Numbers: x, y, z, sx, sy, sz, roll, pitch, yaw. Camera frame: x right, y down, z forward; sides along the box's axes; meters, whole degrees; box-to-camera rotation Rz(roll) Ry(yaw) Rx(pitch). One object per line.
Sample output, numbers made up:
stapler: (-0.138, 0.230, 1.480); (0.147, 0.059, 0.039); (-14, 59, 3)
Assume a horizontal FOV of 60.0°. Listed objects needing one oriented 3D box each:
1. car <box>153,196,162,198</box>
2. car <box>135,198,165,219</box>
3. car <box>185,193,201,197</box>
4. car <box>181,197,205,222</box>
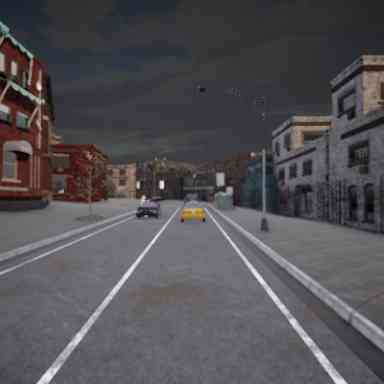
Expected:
car: (-7.121, 1.483, 69.859); (1.895, 1.301, 4.718); (0, 0, -22)
car: (-3.597, 1.515, 28.695); (2.033, 1.411, 5.357); (0, 0, 0)
car: (0.025, 1.174, 44.305); (2.150, 2.045, 5.566); (0, 0, 0)
car: (0.098, 1.427, 26.281); (1.801, 1.575, 5.366); (0, 0, 0)
